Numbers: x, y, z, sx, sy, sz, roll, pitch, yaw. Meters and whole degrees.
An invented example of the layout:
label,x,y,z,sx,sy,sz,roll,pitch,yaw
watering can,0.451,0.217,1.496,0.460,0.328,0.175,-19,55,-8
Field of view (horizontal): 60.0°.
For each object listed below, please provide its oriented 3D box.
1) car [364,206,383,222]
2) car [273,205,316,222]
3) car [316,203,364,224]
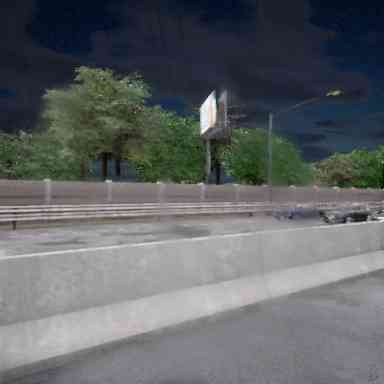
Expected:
label,x,y,z,sx,sy,sz,roll,pitch,yaw
car,14.243,1.647,22.746,4.902,1.511,2.128,1,0,-35
car,8.875,1.741,27.516,4.718,1.301,1.895,1,0,-35
car,11.938,1.657,25.402,4.892,1.490,1.837,1,0,-35
